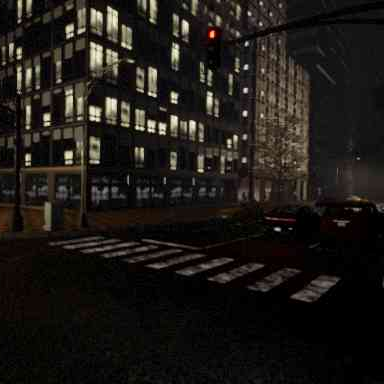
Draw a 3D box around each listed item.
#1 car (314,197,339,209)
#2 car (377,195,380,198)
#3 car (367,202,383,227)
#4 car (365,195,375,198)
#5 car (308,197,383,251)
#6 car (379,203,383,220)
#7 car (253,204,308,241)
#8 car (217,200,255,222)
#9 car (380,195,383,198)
[{"bbox_3d":[17.059,1.358,42.089,1.947,1.339,4.313,1,1,36],"label":"car"},{"bbox_3d":[37.168,1.376,69.293,2.008,1.369,4.403,2,1,36],"label":"car"},{"bbox_3d":[13.846,1.538,23.648,1.752,1.417,4.829,1,1,36],"label":"car"},{"bbox_3d":[33.817,1.402,64.759,1.802,1.307,4.206,2,1,36],"label":"car"},{"bbox_3d":[7.043,1.311,14.438,2.192,1.841,5.009,1,1,36],"label":"car"},{"bbox_3d":[17.097,1.602,28.048,1.802,1.307,4.206,1,1,36],"label":"car"},{"bbox_3d":[5.192,1.412,16.407,2.128,1.511,4.902,2,1,37],"label":"car"},{"bbox_3d":[3.552,1.288,23.816,1.752,1.417,4.829,1,1,36],"label":"car"},{"bbox_3d":[47.223,1.388,82.894,2.008,1.369,4.403,2,1,36],"label":"car"}]
